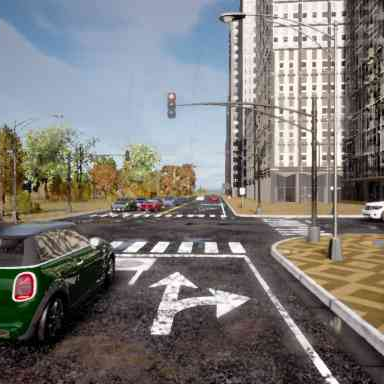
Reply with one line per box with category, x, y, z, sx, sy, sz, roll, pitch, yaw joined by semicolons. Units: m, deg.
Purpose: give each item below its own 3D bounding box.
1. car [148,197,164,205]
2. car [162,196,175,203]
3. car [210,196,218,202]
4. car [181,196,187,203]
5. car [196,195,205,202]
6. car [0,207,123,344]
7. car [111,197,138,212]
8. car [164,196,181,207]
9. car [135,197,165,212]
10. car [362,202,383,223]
car;-6.246;1.558;58.412;1.994;1.385;4.181;0;0;5
car;-5.104;1.530;71.868;2.033;1.411;5.357;0;0;5
car;5.216;1.561;78.702;1.994;1.385;4.181;0;0;5
car;-2.106;1.565;68.627;1.994;1.385;4.181;0;0;5
car;1.982;1.532;79.024;1.812;1.442;4.674;0;0;5
car;-3.007;1.351;6.592;2.097;1.767;4.553;0;0;1
car;-7.833;1.343;38.546;2.097;1.767;4.553;0;0;5
car;-3.490;1.344;52.160;2.097;1.767;4.553;0;0;5
car;-4.638;1.593;37.733;1.895;1.301;4.718;0;0;4
car;14.821;1.059;22.846;5.566;2.045;2.150;0;0;5
